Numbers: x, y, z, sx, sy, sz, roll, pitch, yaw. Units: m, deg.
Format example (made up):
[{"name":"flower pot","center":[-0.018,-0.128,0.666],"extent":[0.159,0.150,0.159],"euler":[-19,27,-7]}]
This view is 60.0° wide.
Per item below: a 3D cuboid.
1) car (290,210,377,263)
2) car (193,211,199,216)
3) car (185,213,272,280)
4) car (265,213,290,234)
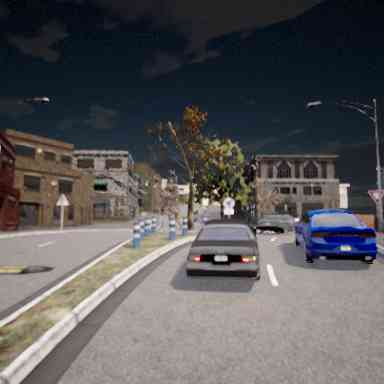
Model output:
[{"name":"car","center":[4.682,1.344,11.452],"extent":[1.882,1.535,5.008],"euler":[-1,0,12]},{"name":"car","center":[-0.176,5.699,73.207],"extent":[2.128,1.511,4.902],"euler":[0,0,-3]},{"name":"car","center":[1.046,1.496,9.855],"extent":[2.033,1.411,5.357],"euler":[-1,0,9]},{"name":"car","center":[6.088,2.140,22.463],"extent":[1.994,1.385,4.181],"euler":[-5,-8,40]}]
